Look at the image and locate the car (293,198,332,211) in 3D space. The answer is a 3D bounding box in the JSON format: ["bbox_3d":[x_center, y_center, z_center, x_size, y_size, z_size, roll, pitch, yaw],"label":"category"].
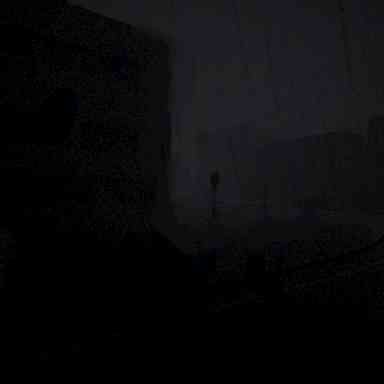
[{"bbox_3d":[14.154,1.409,39.424,2.128,1.511,4.902,2,-1,-30],"label":"car"}]
